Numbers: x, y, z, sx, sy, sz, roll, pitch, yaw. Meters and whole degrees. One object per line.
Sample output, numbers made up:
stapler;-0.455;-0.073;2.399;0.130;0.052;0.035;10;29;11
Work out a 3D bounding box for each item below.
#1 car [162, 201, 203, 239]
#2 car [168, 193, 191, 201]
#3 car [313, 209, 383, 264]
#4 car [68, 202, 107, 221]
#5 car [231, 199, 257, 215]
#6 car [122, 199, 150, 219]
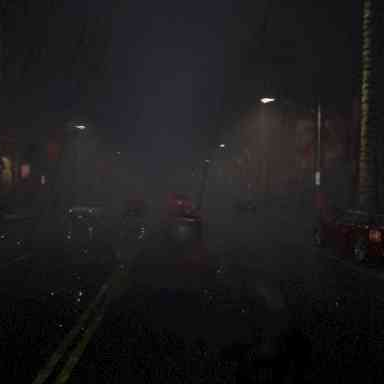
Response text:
car;-0.517;1.443;17.024;2.128;1.511;4.902;1;0;-3
car;-1.310;1.121;34.554;2.150;2.045;5.566;1;0;-3
car;6.235;1.393;12.215;2.185;1.767;4.553;1;0;-3
car;-8.098;1.447;26.080;1.895;1.301;4.718;1;0;-2
car;5.304;1.487;34.127;2.161;1.482;4.786;1;0;-3
car;-4.664;1.357;28.029;1.882;1.535;5.008;1;0;-2
